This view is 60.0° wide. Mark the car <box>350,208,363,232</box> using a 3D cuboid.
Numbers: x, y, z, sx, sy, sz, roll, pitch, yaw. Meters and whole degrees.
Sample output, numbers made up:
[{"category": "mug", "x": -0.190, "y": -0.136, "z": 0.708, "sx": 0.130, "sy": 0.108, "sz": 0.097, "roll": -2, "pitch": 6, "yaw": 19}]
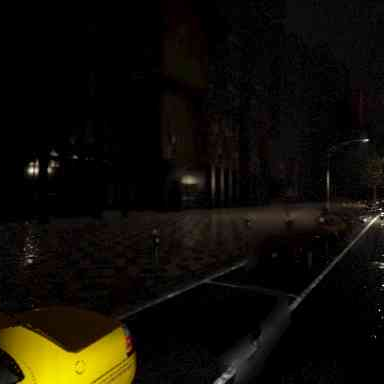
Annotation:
[{"category": "car", "x": 9.593, "y": 1.827, "z": 21.479, "sx": 1.887, "sy": 1.381, "sz": 4.507, "roll": 0, "pitch": -1, "yaw": 32}]

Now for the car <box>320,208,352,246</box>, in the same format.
[{"category": "car", "x": 6.533, "y": 1.735, "z": 16.498, "sx": 1.752, "sy": 1.417, "sz": 4.829, "roll": 0, "pitch": -1, "yaw": 32}]

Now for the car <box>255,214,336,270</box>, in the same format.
[{"category": "car", "x": 3.651, "y": 1.687, "z": 11.805, "sx": 1.887, "sy": 1.381, "sz": 4.507, "roll": 0, "pitch": -1, "yaw": 32}]

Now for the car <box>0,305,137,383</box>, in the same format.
[{"category": "car", "x": -2.379, "y": 1.529, "z": 1.984, "sx": 1.752, "sy": 1.417, "sz": 4.829, "roll": 0, "pitch": -1, "yaw": 32}]

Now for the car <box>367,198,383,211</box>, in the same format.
[{"category": "car", "x": 27.418, "y": 2.152, "z": 50.506, "sx": 1.967, "sy": 1.590, "sz": 4.097, "roll": 0, "pitch": -1, "yaw": 32}]

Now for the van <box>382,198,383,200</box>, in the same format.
[{"category": "van", "x": 33.360, "y": 2.198, "z": 60.183, "sx": 1.690, "sy": 1.788, "sz": 3.998, "roll": 0, "pitch": -1, "yaw": 32}]

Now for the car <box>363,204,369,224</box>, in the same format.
[{"category": "car", "x": 12.563, "y": 1.919, "z": 26.317, "sx": 1.947, "sy": 1.339, "sz": 4.313, "roll": 0, "pitch": -1, "yaw": 32}]

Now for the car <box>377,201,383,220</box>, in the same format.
[{"category": "car", "x": 19.851, "y": 1.982, "z": 33.046, "sx": 1.837, "sy": 1.490, "sz": 4.892, "roll": 0, "pitch": -1, "yaw": 32}]
